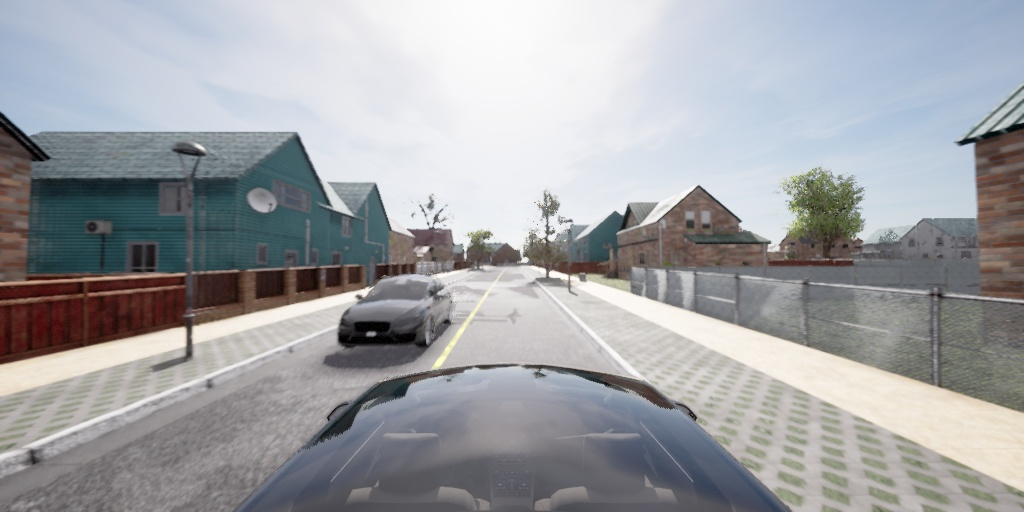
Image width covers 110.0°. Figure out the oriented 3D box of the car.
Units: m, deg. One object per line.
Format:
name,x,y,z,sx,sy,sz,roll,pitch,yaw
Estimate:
car,-2.751,1.285,9.433,1.837,1.490,4.892,0,0,0
